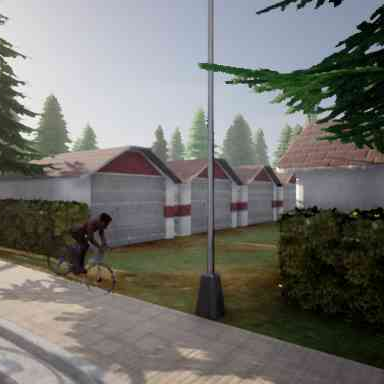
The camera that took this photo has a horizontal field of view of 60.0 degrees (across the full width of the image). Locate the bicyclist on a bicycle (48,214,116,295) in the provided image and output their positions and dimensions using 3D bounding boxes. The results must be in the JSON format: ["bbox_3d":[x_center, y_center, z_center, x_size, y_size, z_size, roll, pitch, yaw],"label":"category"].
[{"bbox_3d":[-2.142,1.162,6.809,1.656,1.620,0.582,23,7,13],"label":"bicyclist on a bicycle"}]
